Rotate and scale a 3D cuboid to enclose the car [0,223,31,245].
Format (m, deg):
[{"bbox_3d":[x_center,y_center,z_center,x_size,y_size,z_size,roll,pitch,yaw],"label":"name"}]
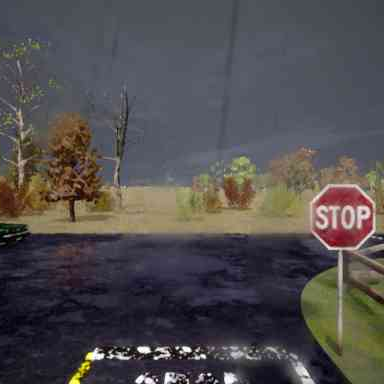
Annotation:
[{"bbox_3d":[-9.275,1.613,13.642,4.718,1.301,1.895,0,0,1],"label":"car"}]
